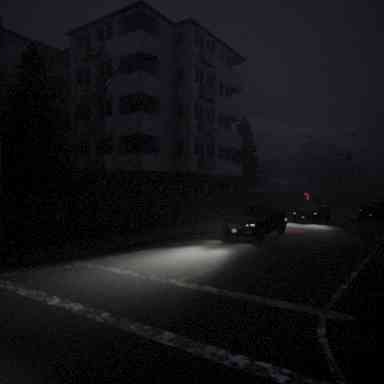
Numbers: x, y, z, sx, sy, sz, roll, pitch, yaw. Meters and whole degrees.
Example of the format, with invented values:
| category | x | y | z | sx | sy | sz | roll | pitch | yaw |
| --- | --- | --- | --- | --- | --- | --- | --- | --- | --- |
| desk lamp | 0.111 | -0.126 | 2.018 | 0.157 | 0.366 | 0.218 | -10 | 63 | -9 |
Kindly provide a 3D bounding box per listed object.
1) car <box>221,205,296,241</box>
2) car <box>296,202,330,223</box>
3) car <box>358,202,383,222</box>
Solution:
| category | x | y | z | sx | sy | sz | roll | pitch | yaw |
| --- | --- | --- | --- | --- | --- | --- | --- | --- | --- |
| car | 3.249 | 1.450 | 16.749 | 2.128 | 1.511 | 4.902 | 0 | 0 | 35 |
| car | 9.100 | 1.483 | 25.148 | 1.812 | 1.442 | 4.674 | 0 | 0 | 35 |
| car | 14.481 | 1.503 | 26.446 | 1.812 | 1.442 | 4.674 | 0 | 0 | 35 |
